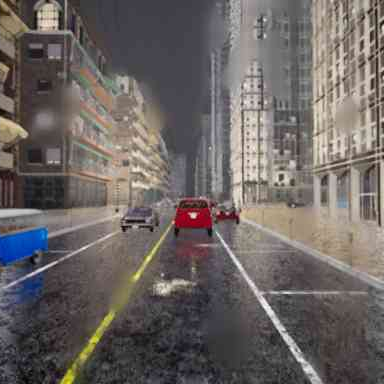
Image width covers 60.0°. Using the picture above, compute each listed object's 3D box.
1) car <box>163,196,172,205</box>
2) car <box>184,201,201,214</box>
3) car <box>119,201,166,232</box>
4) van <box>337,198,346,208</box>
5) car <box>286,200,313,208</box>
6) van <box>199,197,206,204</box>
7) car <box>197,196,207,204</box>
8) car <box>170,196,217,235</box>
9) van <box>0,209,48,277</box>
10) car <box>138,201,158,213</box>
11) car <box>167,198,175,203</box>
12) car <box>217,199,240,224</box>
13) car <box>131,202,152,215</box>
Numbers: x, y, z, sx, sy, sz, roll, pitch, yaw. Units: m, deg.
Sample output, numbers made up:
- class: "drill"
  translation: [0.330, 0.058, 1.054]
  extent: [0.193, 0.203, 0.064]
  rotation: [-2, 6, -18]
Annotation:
- class: "car"
  translation: [-5.779, 2.092, 76.159]
  extent: [1.967, 1.590, 4.097]
  rotation: [1, -1, 0]
- class: "car"
  translation: [0.047, 1.822, 39.888]
  extent: [1.837, 1.490, 4.892]
  rotation: [0, -1, 0]
- class: "car"
  translation: [-3.028, 1.503, 20.443]
  extent: [2.033, 1.411, 5.357]
  rotation: [0, 0, 0]
- class: "van"
  translation: [29.078, 2.141, 63.751]
  extent: [3.998, 1.788, 1.690]
  rotation: [0, -2, 0]
- class: "car"
  translation: [17.847, 2.047, 55.353]
  extent: [4.403, 1.369, 2.008]
  rotation: [0, -2, 0]
- class: "van"
  translation: [2.594, 2.048, 81.693]
  extent: [1.690, 1.788, 3.998]
  rotation: [1, -1, 0]
- class: "car"
  translation: [2.587, 2.078, 87.214]
  extent: [2.192, 1.841, 5.009]
  rotation: [1, -1, 0]
- class: "car"
  translation: [0.073, 1.379, 20.187]
  extent: [2.150, 2.045, 5.566]
  rotation: [0, 0, 0]
- class: "van"
  translation: [-5.684, 1.415, 9.587]
  extent: [1.690, 1.788, 3.998]
  rotation: [1, 0, 0]
- class: "car"
  translation: [-5.736, 1.919, 43.767]
  extent: [1.947, 1.339, 4.313]
  rotation: [1, 0, 0]
- class: "car"
  translation: [-5.805, 2.402, 92.724]
  extent: [1.802, 1.307, 4.206]
  rotation: [1, -1, 0]
- class: "car"
  translation: [2.637, 1.647, 26.572]
  extent: [1.967, 1.590, 4.097]
  rotation: [1, 0, 0]
- class: "car"
  translation: [-5.729, 1.885, 38.070]
  extent: [1.802, 1.307, 4.206]
  rotation: [1, 0, 0]
